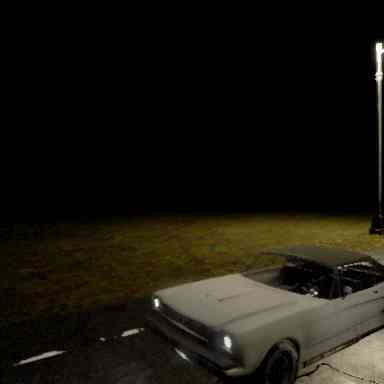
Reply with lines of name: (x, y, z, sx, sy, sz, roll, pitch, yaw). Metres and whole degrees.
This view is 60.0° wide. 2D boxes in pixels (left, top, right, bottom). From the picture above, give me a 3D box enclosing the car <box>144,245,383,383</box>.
car: (1.685, 1.601, 5.190, 4.718, 1.301, 1.895, 0, 0, -35)
